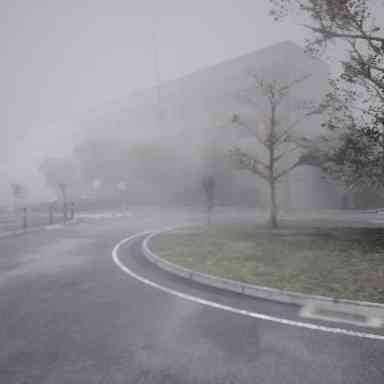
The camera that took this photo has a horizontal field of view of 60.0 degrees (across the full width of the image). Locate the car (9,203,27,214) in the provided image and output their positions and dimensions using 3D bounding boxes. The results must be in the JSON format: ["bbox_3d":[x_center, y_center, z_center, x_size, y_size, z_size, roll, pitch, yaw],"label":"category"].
[{"bbox_3d":[-23.699,2.309,49.353,2.163,1.488,4.792,-4,-2,39],"label":"car"}]

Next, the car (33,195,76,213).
[{"bbox_3d":[-17.268,1.536,44.027,2.435,2.045,5.566,-4,-2,39],"label":"car"}]

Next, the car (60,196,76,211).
[{"bbox_3d":[-12.909,1.512,40.552,2.163,1.488,4.792,-4,-1,39],"label":"car"}]

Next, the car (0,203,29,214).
[{"bbox_3d":[-30.086,2.768,54.764,1.946,1.575,5.366,-4,-2,39],"label":"car"}]

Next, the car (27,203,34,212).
[{"bbox_3d":[-19.414,1.981,45.782,2.163,1.488,4.792,-4,-2,39],"label":"car"}]

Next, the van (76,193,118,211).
[{"bbox_3d":[-10.708,1.134,38.865,1.878,1.987,4.442,-3,-1,39],"label":"van"}]

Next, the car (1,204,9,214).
[{"bbox_3d":[-25.763,2.439,51.238,1.946,1.575,5.366,-4,-2,39],"label":"car"}]

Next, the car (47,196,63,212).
[{"bbox_3d":[-15.121,1.629,42.317,2.097,1.535,5.008,-4,-2,39],"label":"car"}]
